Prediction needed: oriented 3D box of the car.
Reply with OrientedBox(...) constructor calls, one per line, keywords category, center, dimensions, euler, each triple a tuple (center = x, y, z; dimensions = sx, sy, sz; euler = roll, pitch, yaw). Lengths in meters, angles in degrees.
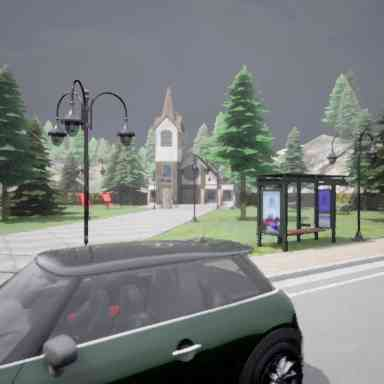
OrientedBox(category="car", center=(-1.039, 1.352, 3.246), dimensions=(4.553, 1.767, 2.097), euler=(0, 0, -33))
